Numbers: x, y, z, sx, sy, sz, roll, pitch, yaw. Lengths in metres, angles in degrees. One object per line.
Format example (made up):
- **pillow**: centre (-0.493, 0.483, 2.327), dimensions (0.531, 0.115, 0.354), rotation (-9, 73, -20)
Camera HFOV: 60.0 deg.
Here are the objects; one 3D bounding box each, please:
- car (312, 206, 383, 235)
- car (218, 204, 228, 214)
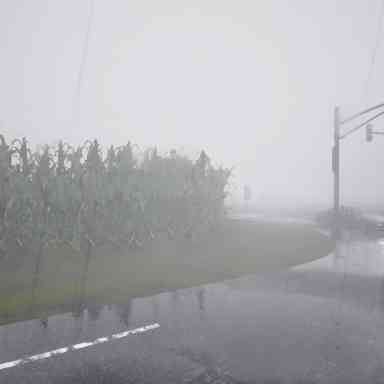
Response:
- **car**: centre (9.136, 1.516, 18.902), dimensions (2.033, 1.411, 5.357), rotation (1, 0, -17)
- **car**: centre (1.925, 1.476, 34.286), dimensions (1.812, 1.442, 4.674), rotation (1, -1, -26)
